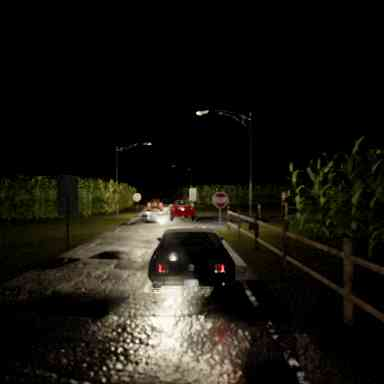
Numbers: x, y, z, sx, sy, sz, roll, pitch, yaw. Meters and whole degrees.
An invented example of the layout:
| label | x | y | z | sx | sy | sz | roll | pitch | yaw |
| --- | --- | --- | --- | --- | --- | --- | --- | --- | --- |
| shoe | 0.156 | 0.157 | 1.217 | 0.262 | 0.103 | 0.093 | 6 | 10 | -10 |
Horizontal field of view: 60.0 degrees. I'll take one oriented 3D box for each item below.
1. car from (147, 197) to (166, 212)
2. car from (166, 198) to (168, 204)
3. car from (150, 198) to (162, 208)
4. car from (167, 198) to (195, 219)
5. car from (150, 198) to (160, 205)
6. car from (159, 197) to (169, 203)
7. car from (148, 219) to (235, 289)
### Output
| label | x | y | z | sx | sy | sz | roll | pitch | yaw |
| --- | --- | --- | --- | --- | --- | --- | --- | --- | --- |
| car | -4.886 | 1.648 | 44.104 | 2.097 | 1.767 | 4.553 | 0 | 0 | -6 |
| car | -5.568 | 2.081 | 74.361 | 1.994 | 1.385 | 4.181 | 0 | 0 | -9 |
| car | -6.314 | 1.896 | 58.176 | 2.128 | 1.511 | 4.902 | 0 | -1 | -6 |
| car | -0.917 | 1.507 | 29.889 | 2.097 | 1.767 | 4.553 | -1 | 0 | -3 |
| car | -8.225 | 2.042 | 73.515 | 2.033 | 1.411 | 5.357 | 0 | 0 | -8 |
| car | -7.056 | 2.034 | 83.941 | 1.994 | 1.385 | 4.181 | 0 | 0 | -10 |
| car | -0.049 | 1.658 | 9.281 | 1.895 | 1.301 | 4.718 | 0 | 0 | -1 |
